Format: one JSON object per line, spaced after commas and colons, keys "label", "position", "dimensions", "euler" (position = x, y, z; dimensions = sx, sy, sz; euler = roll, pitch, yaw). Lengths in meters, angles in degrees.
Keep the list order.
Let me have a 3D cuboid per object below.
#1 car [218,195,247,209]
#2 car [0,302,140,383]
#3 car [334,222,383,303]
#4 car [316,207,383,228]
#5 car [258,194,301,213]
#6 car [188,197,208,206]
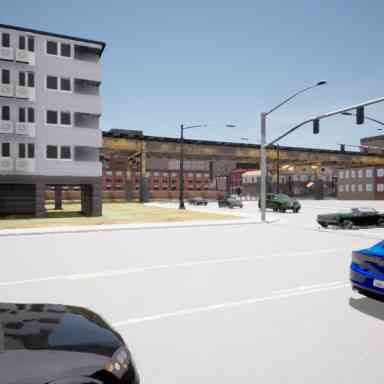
{"label": "car", "position": [5.295, 1.526, 46.450], "dimensions": [1.812, 1.442, 4.674], "euler": [0, 0, -25]}
{"label": "car", "position": [-2.552, 1.564, 2.680], "dimensions": [4.181, 1.385, 1.994], "euler": [0, 0, -32]}
{"label": "car", "position": [5.578, 1.478, 6.923], "dimensions": [5.008, 1.535, 1.882], "euler": [0, 0, -25]}
{"label": "car", "position": [10.054, 1.598, 20.684], "dimensions": [4.718, 1.301, 1.895], "euler": [0, 0, -24]}
{"label": "car", "position": [9.668, 1.222, 37.296], "dimensions": [2.150, 2.045, 5.566], "euler": [0, 0, -26]}
{"label": "car", "position": [0.874, 1.547, 55.900], "dimensions": [2.033, 1.411, 5.357], "euler": [0, 0, -20]}
